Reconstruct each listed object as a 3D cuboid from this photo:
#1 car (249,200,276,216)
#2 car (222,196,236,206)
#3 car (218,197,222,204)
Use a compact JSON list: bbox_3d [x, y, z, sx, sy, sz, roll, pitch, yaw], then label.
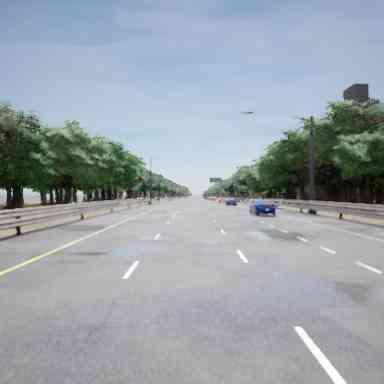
[{"bbox_3d":[7.039,1.543,33.502,1.882,1.535,5.008,0,-1,0],"label":"car"},{"bbox_3d":[7.168,1.838,62.085,1.812,1.442,4.674,0,-1,0],"label":"car"},{"bbox_3d":[7.288,1.880,79.251,2.097,1.767,4.553,0,-1,0],"label":"car"}]
